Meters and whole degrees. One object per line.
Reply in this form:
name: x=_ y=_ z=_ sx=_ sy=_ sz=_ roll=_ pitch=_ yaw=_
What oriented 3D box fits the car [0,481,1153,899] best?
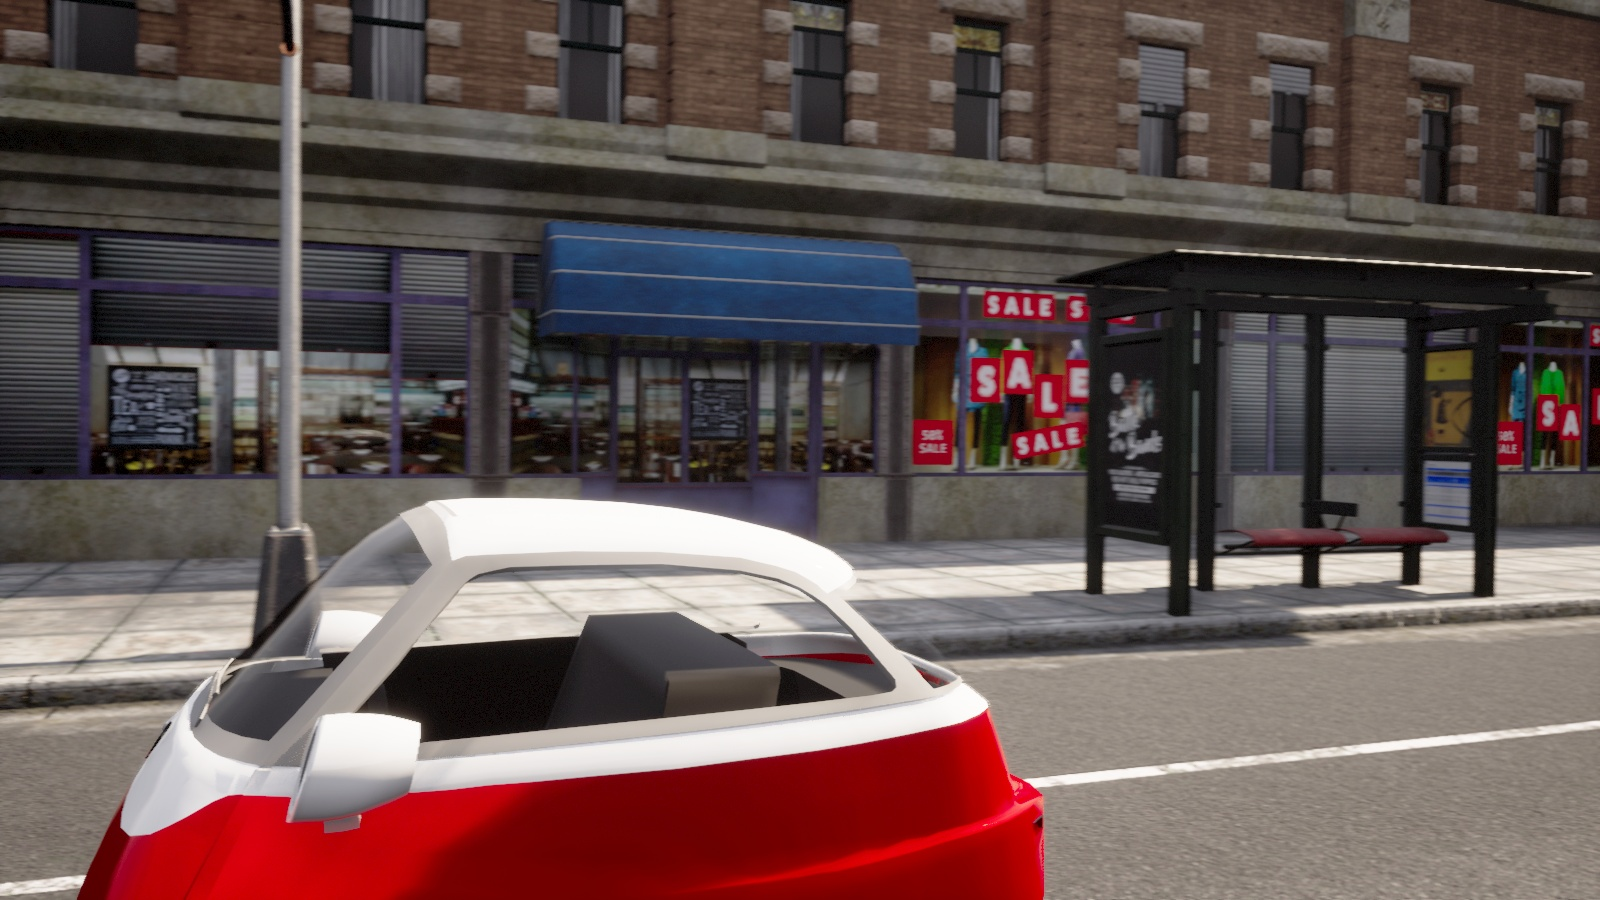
car: x=-0.524 y=0.809 z=3.041 sx=2.207 sy=1.376 sz=1.481 roll=-1 pitch=1 yaw=-21
